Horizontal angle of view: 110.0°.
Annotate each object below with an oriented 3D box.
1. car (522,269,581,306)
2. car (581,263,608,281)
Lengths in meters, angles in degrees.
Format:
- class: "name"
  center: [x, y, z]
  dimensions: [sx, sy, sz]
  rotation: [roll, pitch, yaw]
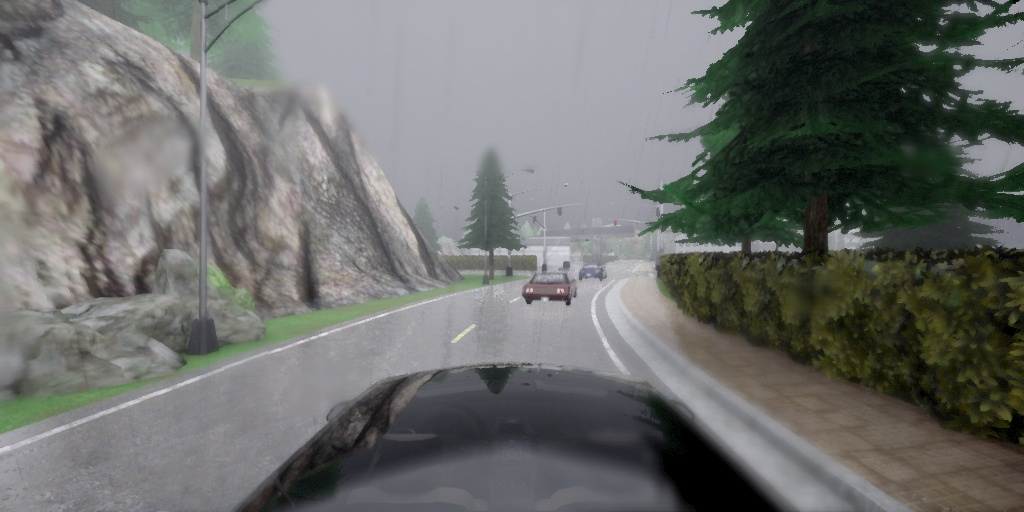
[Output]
- class: "car"
  center: [1.828, 1.365, 15.906]
  dimensions: [1.895, 1.301, 4.718]
  rotation: [0, 0, 14]
- class: "car"
  center: [6.742, 1.282, 29.830]
  dimensions: [1.812, 1.442, 4.674]
  rotation: [0, 0, 21]
